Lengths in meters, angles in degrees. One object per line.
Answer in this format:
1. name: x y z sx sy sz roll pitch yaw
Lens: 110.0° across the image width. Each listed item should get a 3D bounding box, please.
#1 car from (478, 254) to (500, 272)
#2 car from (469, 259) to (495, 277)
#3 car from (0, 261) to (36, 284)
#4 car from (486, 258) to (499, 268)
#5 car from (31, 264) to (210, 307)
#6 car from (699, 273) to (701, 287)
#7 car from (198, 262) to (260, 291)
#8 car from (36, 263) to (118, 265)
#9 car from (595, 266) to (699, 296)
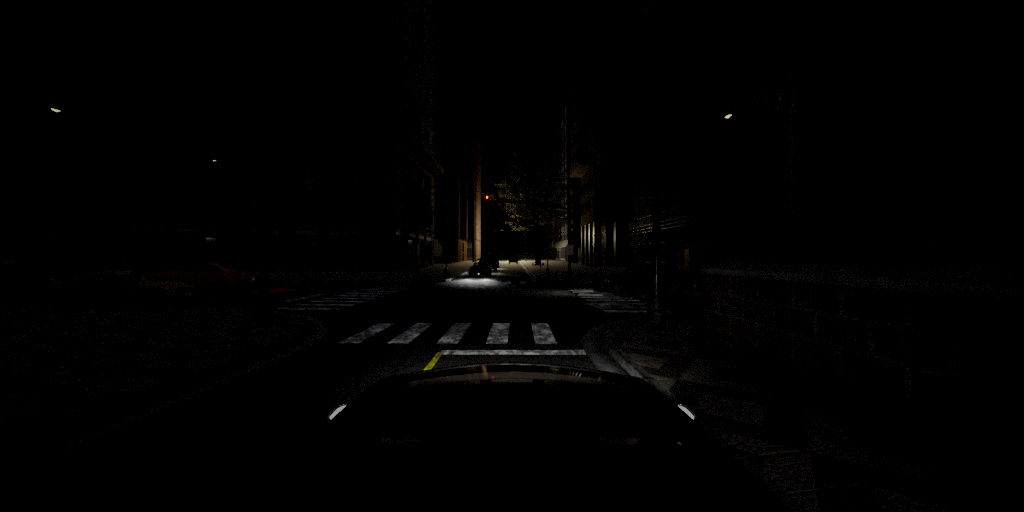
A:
1. car: -2.946 0.830 44.215 2.150 2.045 5.566 0 0 -1
2. car: -2.981 1.274 34.402 1.895 1.301 4.718 0 0 0
3. car: -31.852 0.974 22.524 4.507 1.381 1.888 0 0 1
4. car: -2.893 1.058 54.377 1.812 1.442 4.674 0 0 0
5. car: -14.896 1.146 13.836 4.829 1.417 1.751 0 0 1
6. car: 11.998 1.381 22.105 4.403 1.370 2.007 0 0 1
7. car: -16.698 1.082 19.716 5.008 1.535 1.882 1 0 1
8. car: -26.235 1.065 22.471 4.313 1.339 1.948 0 0 1
9. car: 7.047 1.273 19.491 5.008 1.535 1.882 0 0 1
